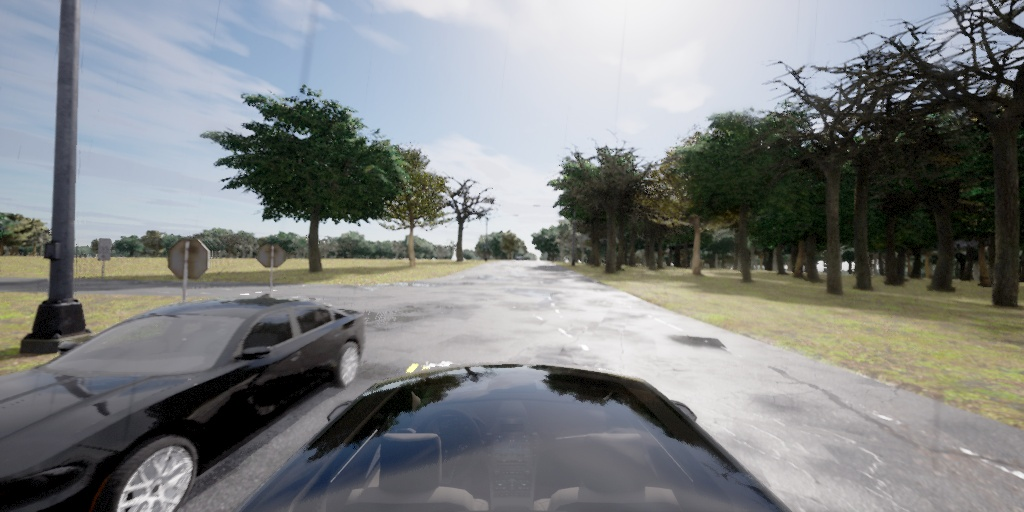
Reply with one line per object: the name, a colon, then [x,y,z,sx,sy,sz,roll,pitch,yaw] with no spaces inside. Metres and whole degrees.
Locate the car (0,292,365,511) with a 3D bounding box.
car: [-3.493,1.276,4.241,1.882,1.535,5.008,1,0,0]
